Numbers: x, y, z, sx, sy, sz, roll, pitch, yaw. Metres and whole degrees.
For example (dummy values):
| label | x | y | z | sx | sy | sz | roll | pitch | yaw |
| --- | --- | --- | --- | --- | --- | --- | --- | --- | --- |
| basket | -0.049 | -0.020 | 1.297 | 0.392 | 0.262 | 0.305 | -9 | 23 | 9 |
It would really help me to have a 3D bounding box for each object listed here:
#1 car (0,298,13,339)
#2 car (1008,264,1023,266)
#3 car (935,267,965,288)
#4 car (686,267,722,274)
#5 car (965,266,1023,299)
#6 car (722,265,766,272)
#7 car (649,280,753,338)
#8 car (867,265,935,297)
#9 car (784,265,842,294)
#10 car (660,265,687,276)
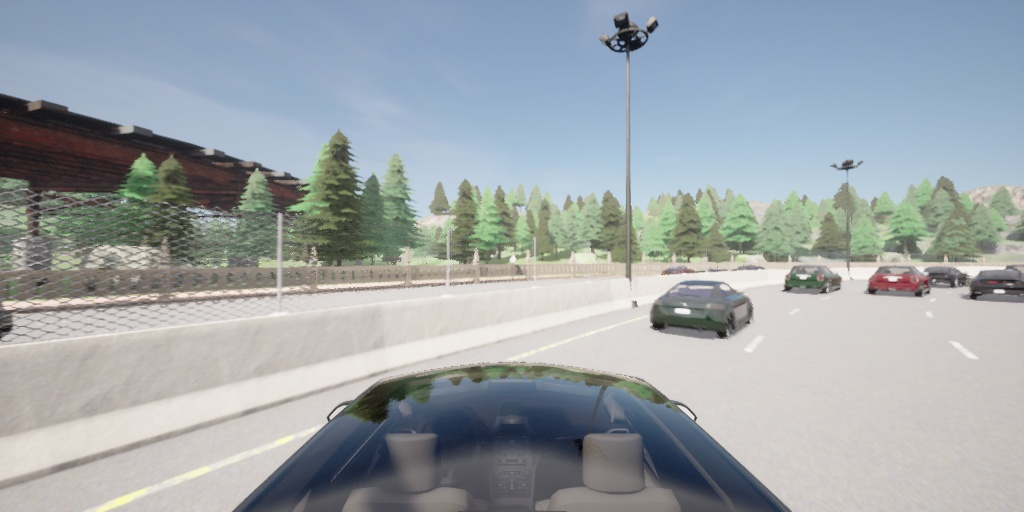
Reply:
| label | x | y | z | sx | sy | sz | roll | pitch | yaw |
| --- | --- | --- | --- | --- | --- | --- | --- | --- | --- |
| car | -11.986 | 1.271 | 5.600 | 2.128 | 1.511 | 4.902 | 0 | -1 | 34 |
| car | 35.309 | 1.371 | 24.577 | 4.553 | 1.767 | 2.097 | 0 | -1 | -28 |
| car | 32.641 | 1.551 | 27.155 | 4.892 | 1.490 | 1.837 | 0 | -1 | -29 |
| car | 20.319 | 1.798 | 36.522 | 4.718 | 1.301 | 1.895 | 0 | -1 | -32 |
| car | 25.129 | 1.452 | 18.450 | 4.892 | 1.490 | 1.837 | 0 | -1 | -35 |
| car | 22.077 | 1.624 | 33.493 | 4.892 | 1.490 | 1.837 | 1 | -1 | -32 |
| car | 5.761 | 1.413 | 10.757 | 1.994 | 1.385 | 4.181 | -1 | -1 | 42 |
| car | 22.657 | 1.322 | 20.959 | 4.553 | 1.767 | 2.097 | 1 | -1 | -36 |
| car | 19.164 | 1.338 | 22.783 | 4.553 | 1.767 | 2.097 | 1 | -1 | -37 |
| car | 18.230 | 1.724 | 39.337 | 4.181 | 1.385 | 1.994 | 0 | -1 | -32 |
